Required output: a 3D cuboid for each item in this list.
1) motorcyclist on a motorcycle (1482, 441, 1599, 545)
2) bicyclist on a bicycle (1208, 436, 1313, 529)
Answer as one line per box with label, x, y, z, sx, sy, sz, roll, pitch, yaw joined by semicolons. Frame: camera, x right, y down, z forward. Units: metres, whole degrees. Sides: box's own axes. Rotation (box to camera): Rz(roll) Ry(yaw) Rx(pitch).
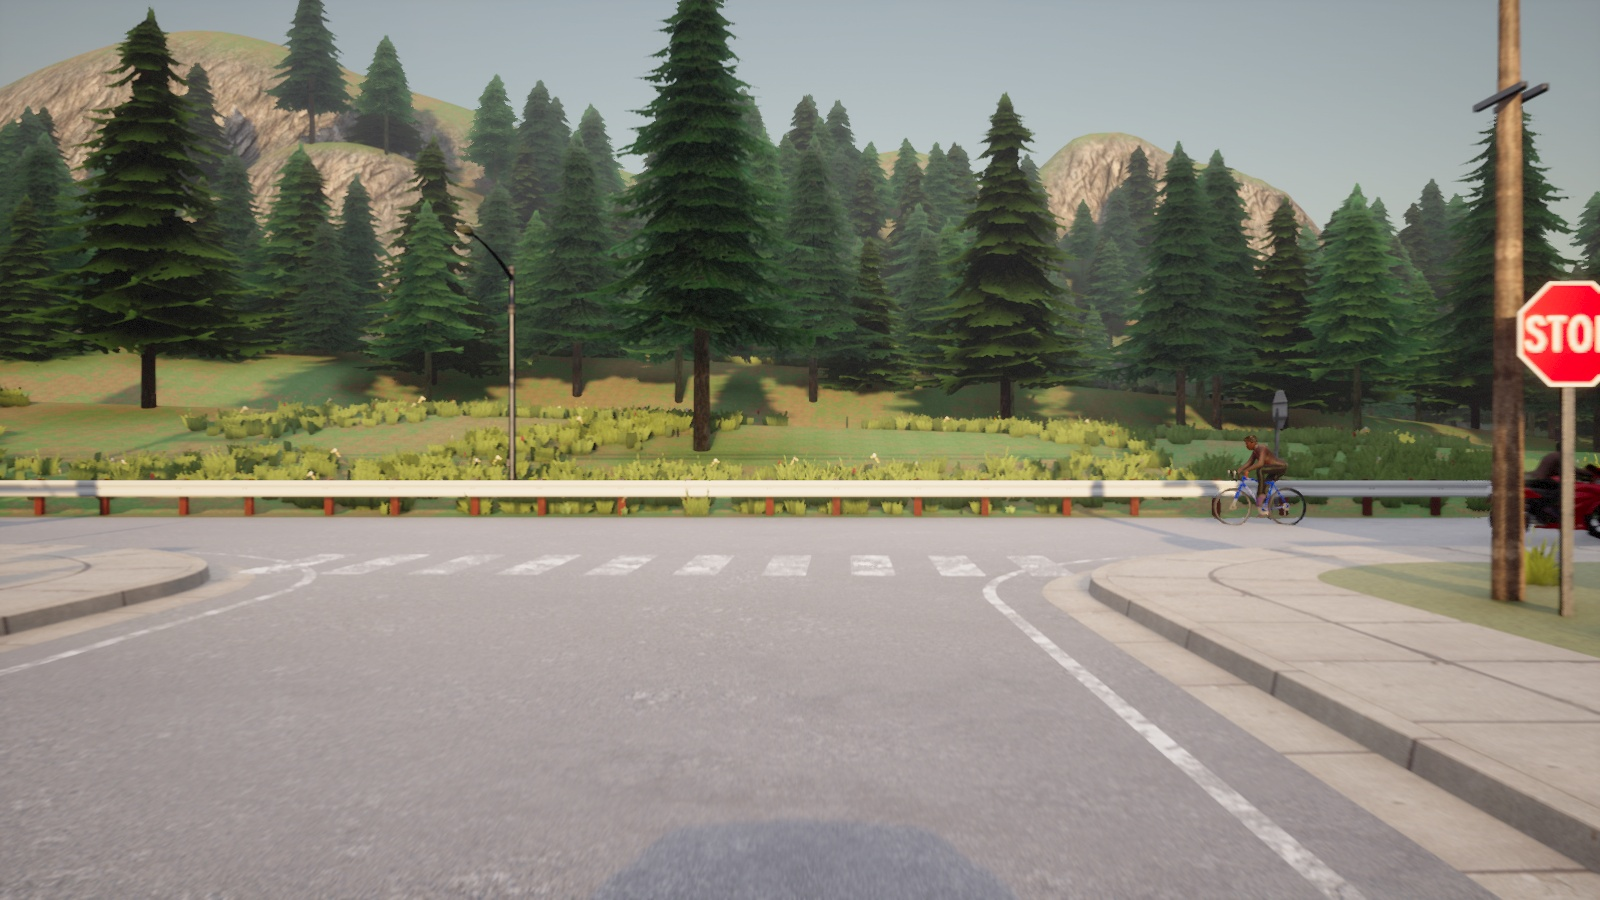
motorcyclist on a motorcycle;11.416;0.625;18.729;2.044;1.523;0.797;0;0;1
bicyclist on a bicycle;8.165;0.572;22.306;1.656;1.620;0.582;0;0;1
